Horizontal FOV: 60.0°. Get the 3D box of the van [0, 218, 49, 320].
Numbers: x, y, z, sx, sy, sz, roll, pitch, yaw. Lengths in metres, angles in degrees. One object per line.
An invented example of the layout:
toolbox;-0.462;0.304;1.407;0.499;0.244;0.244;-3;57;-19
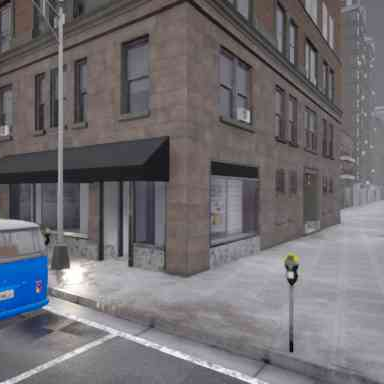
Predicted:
van;-4.366;1.340;6.136;3.998;1.788;1.690;0;0;35
